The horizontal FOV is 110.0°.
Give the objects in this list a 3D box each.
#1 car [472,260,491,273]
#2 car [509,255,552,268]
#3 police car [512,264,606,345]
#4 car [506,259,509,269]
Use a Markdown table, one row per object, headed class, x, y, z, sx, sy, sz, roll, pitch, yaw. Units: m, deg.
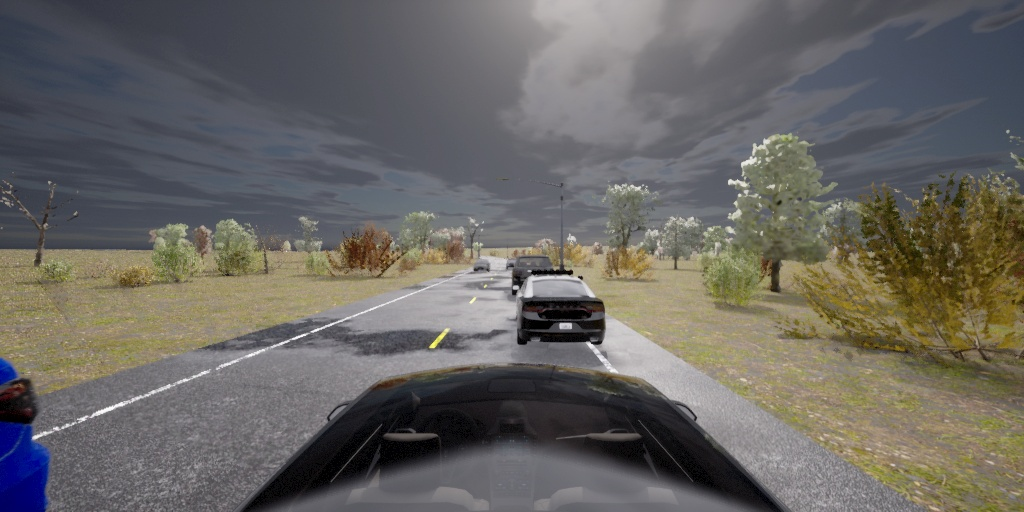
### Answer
| class | x | y | z | sx | sy | sz | roll | pitch | yaw |
| --- | --- | --- | --- | --- | --- | --- | --- | --- | --- |
| car | -3.577 | 1.191 | 43.069 | 1.837 | 1.490 | 4.892 | 0 | 0 | 0 |
| car | 1.060 | 0.957 | 19.536 | 2.150 | 2.045 | 5.566 | 0 | 0 | 0 |
| police car | 1.055 | 1.170 | 9.615 | 1.930 | 1.638 | 5.238 | 0 | 0 | 0 |
| car | 0.082 | 1.209 | 52.255 | 2.033 | 1.411 | 5.357 | 0 | 0 | 1 |
